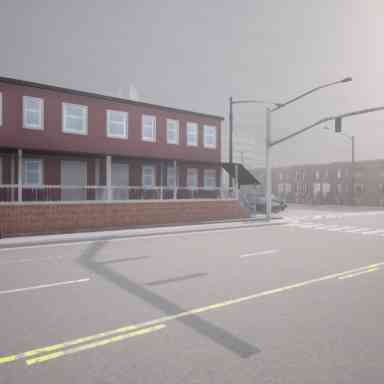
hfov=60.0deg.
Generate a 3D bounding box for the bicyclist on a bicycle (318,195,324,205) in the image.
[{"bbox_3d":[20.327,1.278,52.348,1.656,1.620,0.582,0,0,-36],"label":"bicyclist on a bicycle"}]

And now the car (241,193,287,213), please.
[{"bbox_3d":[7.441,1.319,36.008,2.097,1.767,4.553,0,0,-36],"label":"car"}]

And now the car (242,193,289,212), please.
[{"bbox_3d":[8.788,1.186,40.142,2.150,2.045,5.566,0,0,-36],"label":"car"}]
